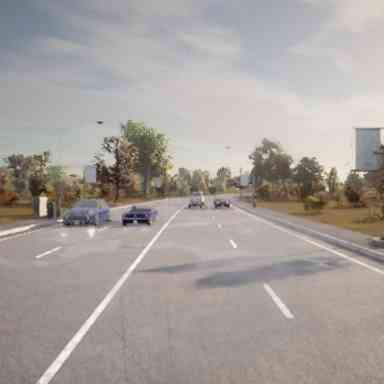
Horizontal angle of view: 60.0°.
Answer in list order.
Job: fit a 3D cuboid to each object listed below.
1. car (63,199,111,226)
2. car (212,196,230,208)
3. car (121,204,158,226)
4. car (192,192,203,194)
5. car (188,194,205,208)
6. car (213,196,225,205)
[{"bbox_3d":[-6.977,1.282,22.498,2.097,1.767,4.553,0,0,1],"label":"car"},{"bbox_3d":[3.968,1.466,44.252,1.895,1.301,4.718,0,0,2],"label":"car"},{"bbox_3d":[-3.472,1.531,22.720,1.895,1.301,4.718,0,0,1],"label":"car"},{"bbox_3d":[0.930,1.055,54.692,2.150,2.045,5.566,0,0,3],"label":"car"},{"bbox_3d":[0.468,1.412,44.313,2.033,1.411,5.357,0,0,2],"label":"car"},{"bbox_3d":[4.422,1.360,54.456,1.812,1.442,4.674,0,0,3],"label":"car"}]
